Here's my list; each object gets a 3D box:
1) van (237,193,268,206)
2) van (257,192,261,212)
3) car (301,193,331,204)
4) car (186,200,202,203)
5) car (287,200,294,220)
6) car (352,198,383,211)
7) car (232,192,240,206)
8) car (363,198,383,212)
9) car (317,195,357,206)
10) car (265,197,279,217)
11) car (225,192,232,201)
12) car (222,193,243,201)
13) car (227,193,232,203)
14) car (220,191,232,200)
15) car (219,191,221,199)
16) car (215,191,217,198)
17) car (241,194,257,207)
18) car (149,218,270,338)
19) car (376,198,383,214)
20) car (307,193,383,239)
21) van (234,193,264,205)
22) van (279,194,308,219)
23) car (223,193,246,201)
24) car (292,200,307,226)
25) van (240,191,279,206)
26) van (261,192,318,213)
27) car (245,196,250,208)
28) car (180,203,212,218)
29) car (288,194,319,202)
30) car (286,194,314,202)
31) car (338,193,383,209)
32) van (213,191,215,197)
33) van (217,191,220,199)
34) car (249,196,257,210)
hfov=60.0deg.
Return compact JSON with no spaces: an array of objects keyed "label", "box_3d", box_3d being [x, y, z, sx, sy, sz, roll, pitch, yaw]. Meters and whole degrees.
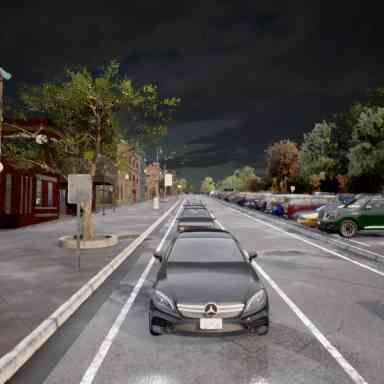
[{"label":"van","box_3d":[9.170,1.113,50.685,4.442,1.987,1.878,0,1,0]},{"label":"van","box_3d":[9.285,1.222,33.860,4.442,1.987,1.878,0,0,0]},{"label":"car","box_3d":[22.103,1.135,59.639,4.553,1.767,2.185,0,1,0]},{"label":"car","box_3d":[0.227,1.442,29.861,2.128,1.511,4.902,0,0,0]},{"label":"car","box_3d":[9.248,1.506,22.645,4.674,1.452,2.002,0,0,0]},{"label":"car","box_3d":[22.234,1.451,40.209,4.792,1.488,2.163,0,0,0]},{"label":"car","box_3d":[9.044,1.112,47.880,5.566,2.045,2.435,0,1,0]},{"label":"car","box_3d":[22.195,1.468,37.426,4.792,1.488,2.163,0,0,0]},{"label":"car","box_3d":[22.315,1.332,51.313,5.366,1.575,1.946,0,1,0]},{"label":"car","box_3d":[9.202,1.460,28.251,5.008,1.535,2.097,0,0,0]},{"label":"car","box_3d":[8.974,1.279,61.899,4.674,1.452,2.002,0,1,0]},{"label":"car","box_3d":[8.868,1.013,73.110,4.553,1.767,2.185,0,1,0]},{"label":"car","box_3d":[9.008,1.290,56.293,4.892,1.521,2.231,0,1,0]},{"label":"car","box_3d":[8.928,0.962,64.699,5.566,2.045,2.435,0,1,0]},{"label":"car","box_3d":[8.909,0.937,67.502,5.566,2.045,2.435,0,1,0]},{"label":"car","box_3d":[8.836,1.064,81.520,5.008,1.535,2.097,0,1,0]},{"label":"car","box_3d":[9.117,1.408,42.274,4.892,1.521,2.231,0,0,0]},{"label":"car","box_3d":[0.254,1.524,6.834,1.812,1.442,4.674,0,0,0]},{"label":"car","box_3d":[22.428,1.444,34.655,5.366,1.575,1.946,0,0,0]},{"label":"car","box_3d":[9.256,1.220,17.038,5.566,2.045,2.435,0,0,0]},{"label":"van","box_3d":[9.151,1.088,53.488,4.442,1.987,1.878,0,1,0]},{"label":"van","box_3d":[9.343,1.237,25.448,4.442,1.987,1.878,0,0,0]},{"label":"car","box_3d":[8.887,1.038,70.306,4.553,1.767,2.185,0,1,0]},{"label":"car","box_3d":[9.079,1.466,19.840,5.366,1.575,1.946,0,0,0]},{"label":"van","box_3d":[9.208,1.163,45.080,4.442,1.987,1.878,0,0,0]},{"label":"van","box_3d":[9.071,1.230,31.057,4.442,1.987,1.878,0,0,0]},{"label":"car","box_3d":[9.127,1.465,39.471,4.674,1.452,2.002,0,0,0]},{"label":"car","box_3d":[0.197,1.532,17.413,2.033,1.411,5.357,0,0,0]},{"label":"car","box_3d":[21.848,1.208,65.188,5.366,1.575,1.946,0,1,0]},{"label":"car","box_3d":[22.020,1.187,67.966,4.892,1.521,2.231,0,1,0]},{"label":"car","box_3d":[22.157,1.153,42.982,5.566,2.045,2.435,0,0,0]},{"label":"van","box_3d":[8.667,0.763,89.927,4.442,1.987,1.878,0,1,0]},{"label":"van","box_3d":[8.744,0.863,78.714,4.442,1.987,1.878,0,1,0]},{"label":"car","box_3d":[9.179,1.469,36.663,4.792,1.488,2.163,0,0,0]}]
